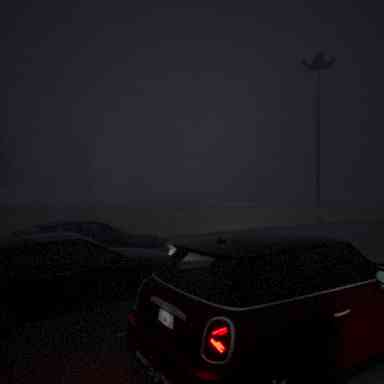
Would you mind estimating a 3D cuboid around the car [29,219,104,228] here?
[{"bbox_3d":[-3.317,1.521,9.895,5.357,1.411,2.033,0,0,-34],"label":"car"}]

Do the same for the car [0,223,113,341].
[{"bbox_3d":[-2.354,1.507,6.309,4.674,1.442,1.812,0,0,-35],"label":"car"}]

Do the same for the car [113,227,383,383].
[{"bbox_3d":[1.494,1.346,4.662,4.553,1.767,2.097,0,0,-34],"label":"car"}]
